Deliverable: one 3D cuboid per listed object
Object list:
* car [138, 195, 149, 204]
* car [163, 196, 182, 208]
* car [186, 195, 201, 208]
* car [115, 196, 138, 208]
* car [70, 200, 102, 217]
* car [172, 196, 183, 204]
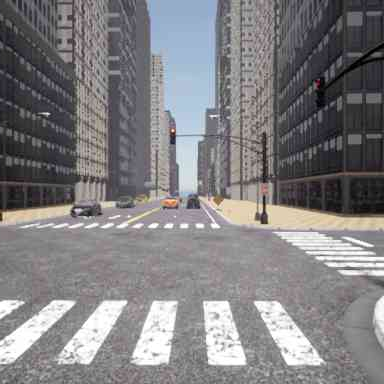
[{"bbox_3d":[-9.584,1.386,64.376,1.882,1.535,5.008,0,0,0],"label":"car"},{"bbox_3d":[-3.025,1.407,48.642,2.097,1.767,4.553,0,0,0],"label":"car"},{"bbox_3d":[0.227,1.561,49.418,1.837,1.490,4.892,0,0,0],"label":"car"},{"bbox_3d":[-9.716,1.406,48.382,2.097,1.767,4.553,0,0,0],"label":"car"},{"bbox_3d":[-9.771,1.512,31.011,2.128,1.511,4.902,0,0,0],"label":"car"},{"bbox_3d":[-2.998,1.619,70.208,2.128,1.511,4.902,0,0,0],"label":"car"}]
